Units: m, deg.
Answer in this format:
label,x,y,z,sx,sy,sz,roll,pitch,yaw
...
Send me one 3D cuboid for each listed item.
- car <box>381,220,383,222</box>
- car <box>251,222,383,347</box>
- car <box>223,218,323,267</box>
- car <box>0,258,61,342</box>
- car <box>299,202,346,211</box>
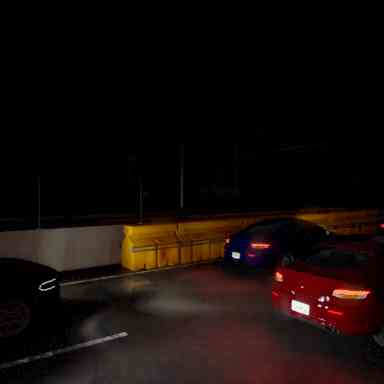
label,x,y,z,sx,sy,sz,roll,pitch,yaw
car,10.853,1.547,15.784,5.357,1.411,2.033,0,0,-36
car,3.451,1.526,6.217,4.674,1.442,1.812,0,0,-36
car,3.052,1.526,10.226,4.674,1.442,1.812,0,0,-35
car,-4.560,1.478,4.792,5.008,1.535,1.882,0,0,-35
car,11.553,1.601,29.444,4.718,1.301,1.895,0,0,-36
